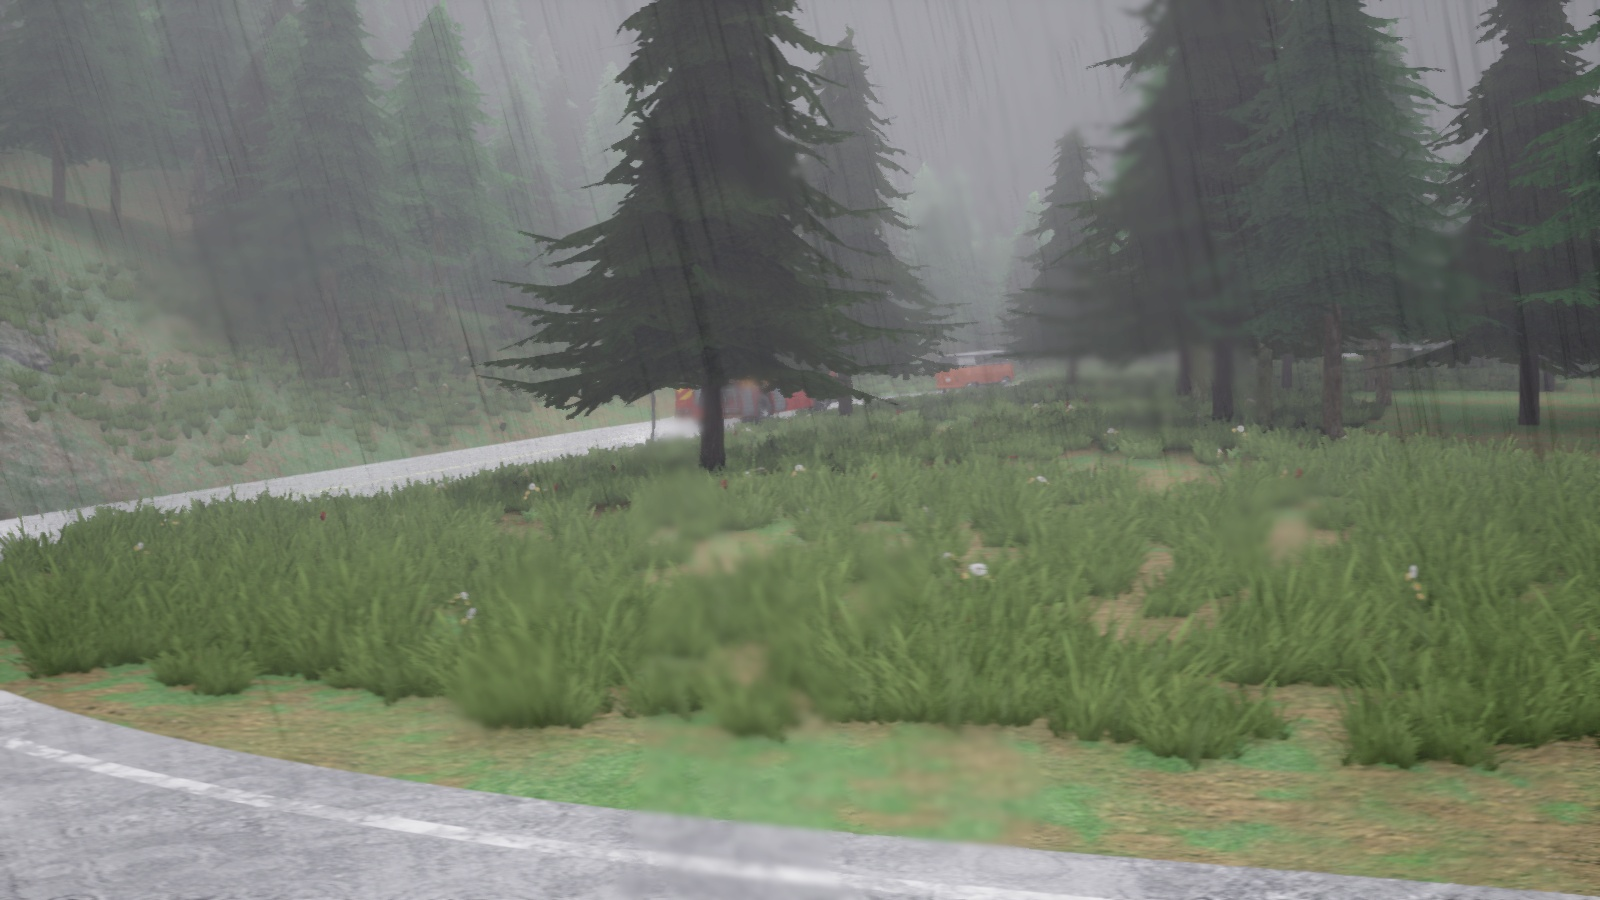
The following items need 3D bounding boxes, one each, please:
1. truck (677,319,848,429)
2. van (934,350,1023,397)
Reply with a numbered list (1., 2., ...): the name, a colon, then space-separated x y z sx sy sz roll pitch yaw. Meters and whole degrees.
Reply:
1. truck: -1.252 -3.117 49.409 2.891 3.827 8.468 0 6 27
2. van: 8.773 -3.777 61.519 4.442 1.987 1.775 -7 5 -41
